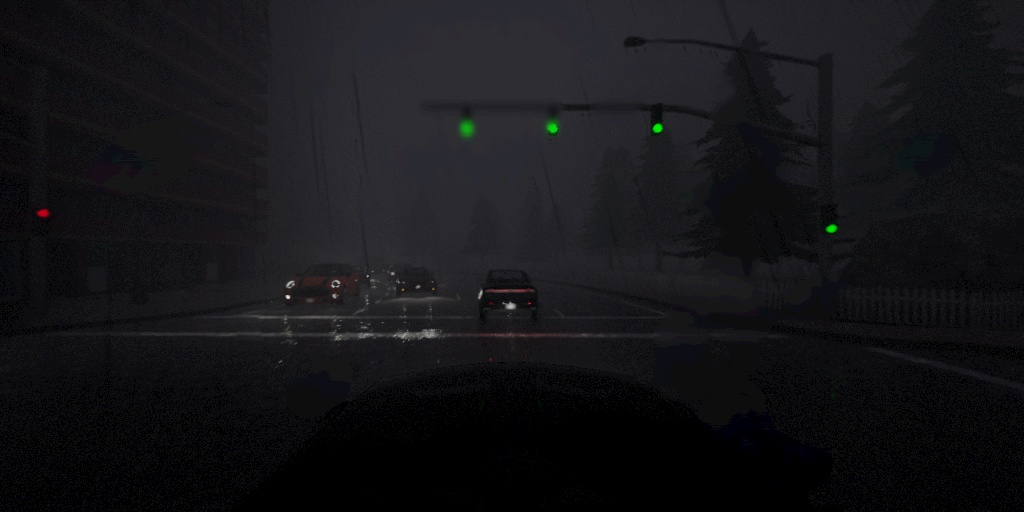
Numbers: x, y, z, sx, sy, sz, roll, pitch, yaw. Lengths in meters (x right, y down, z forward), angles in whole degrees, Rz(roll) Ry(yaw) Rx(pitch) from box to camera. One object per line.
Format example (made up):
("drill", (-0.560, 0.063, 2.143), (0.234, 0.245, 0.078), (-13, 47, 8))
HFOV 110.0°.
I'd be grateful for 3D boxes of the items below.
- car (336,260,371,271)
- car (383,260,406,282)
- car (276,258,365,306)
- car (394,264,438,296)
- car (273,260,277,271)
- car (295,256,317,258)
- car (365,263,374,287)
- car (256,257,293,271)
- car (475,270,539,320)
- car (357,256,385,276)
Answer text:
("car", (-22.234, 1.317, 50.393), (4.674, 1.442, 1.812), (0, 0, 23))
("car", (-8.209, 1.275, 27.011), (1.812, 1.442, 4.674), (0, 0, -29))
("car", (-8.019, 1.084, 15.559), (2.097, 1.767, 4.553), (0, 0, -13))
("car", (-5.141, 1.300, 19.215), (1.994, 1.385, 4.181), (0, 0, -18))
("car", (-23.368, 1.322, 39.013), (5.357, 1.411, 2.033), (0, 0, 34))
("car", (-31.815, 1.021, 53.818), (5.566, 2.045, 2.150), (0, 0, 13))
("car", (-10.664, 1.347, 24.151), (1.895, 1.301, 4.718), (0, 0, -26))
("car", (-33.841, 1.274, 50.663), (5.008, 1.535, 1.882), (0, 0, 9))
("car", (-0.233, 1.214, 12.532), (2.128, 1.511, 4.902), (0, 0, -5))
("car", (-13.676, 0.986, 35.191), (2.150, 2.045, 5.566), (0, 0, -41))
